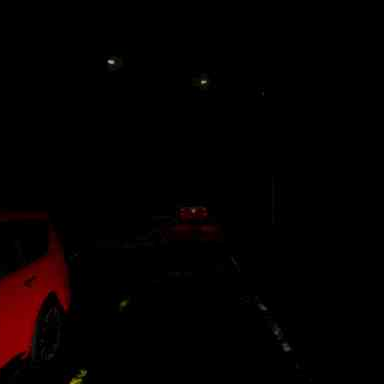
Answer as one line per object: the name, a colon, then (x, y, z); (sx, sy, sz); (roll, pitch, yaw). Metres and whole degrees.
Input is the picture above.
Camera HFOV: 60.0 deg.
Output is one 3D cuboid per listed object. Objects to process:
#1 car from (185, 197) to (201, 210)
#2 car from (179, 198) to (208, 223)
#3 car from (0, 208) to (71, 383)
car: (0.123, 1.476, 42.840); (1.882, 1.535, 5.008); (0, 0, 0)
car: (0.112, 1.353, 25.542); (2.097, 1.767, 4.553); (0, 0, 0)
car: (-2.839, 1.223, 2.699); (2.150, 2.045, 5.566); (0, 0, 0)
